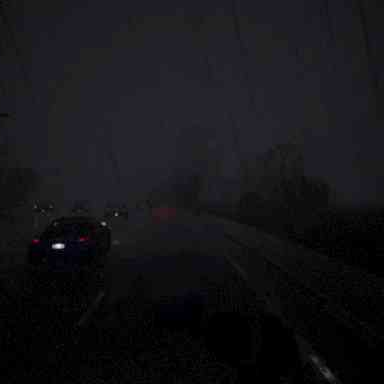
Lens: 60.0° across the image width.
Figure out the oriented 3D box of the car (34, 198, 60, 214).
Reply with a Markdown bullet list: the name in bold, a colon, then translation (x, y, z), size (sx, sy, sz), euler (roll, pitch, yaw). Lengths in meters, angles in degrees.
- **car**: translation (-15.429, 1.570, 35.315), size (1.895, 1.301, 4.718), euler (0, 0, -15)

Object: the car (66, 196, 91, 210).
- **car**: translation (-11.995, 1.515, 36.072), size (2.033, 1.411, 5.357), euler (0, 0, -15)

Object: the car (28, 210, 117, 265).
- **car**: translation (-4.076, 1.556, 11.726), size (1.994, 1.385, 4.181), euler (0, 0, -5)

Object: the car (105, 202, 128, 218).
- **car**: translation (-6.693, 1.575, 29.631), size (1.895, 1.301, 4.718), euler (0, 0, -12)

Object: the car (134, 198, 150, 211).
- **car**: translation (-5.962, 1.455, 40.985), size (2.128, 1.511, 4.902), euler (0, 0, -16)

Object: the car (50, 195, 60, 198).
- **car**: translation (-30.150, 1.286, 72.970), size (1.812, 1.442, 4.674), euler (0, 0, -26)

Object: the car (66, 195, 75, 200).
- **car**: translation (-26.831, 1.317, 74.151), size (1.882, 1.535, 5.008), euler (0, 0, -26)

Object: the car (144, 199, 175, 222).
- **car**: translation (-2.509, 1.522, 26.539), size (2.033, 1.411, 5.357), euler (0, 0, -10)
